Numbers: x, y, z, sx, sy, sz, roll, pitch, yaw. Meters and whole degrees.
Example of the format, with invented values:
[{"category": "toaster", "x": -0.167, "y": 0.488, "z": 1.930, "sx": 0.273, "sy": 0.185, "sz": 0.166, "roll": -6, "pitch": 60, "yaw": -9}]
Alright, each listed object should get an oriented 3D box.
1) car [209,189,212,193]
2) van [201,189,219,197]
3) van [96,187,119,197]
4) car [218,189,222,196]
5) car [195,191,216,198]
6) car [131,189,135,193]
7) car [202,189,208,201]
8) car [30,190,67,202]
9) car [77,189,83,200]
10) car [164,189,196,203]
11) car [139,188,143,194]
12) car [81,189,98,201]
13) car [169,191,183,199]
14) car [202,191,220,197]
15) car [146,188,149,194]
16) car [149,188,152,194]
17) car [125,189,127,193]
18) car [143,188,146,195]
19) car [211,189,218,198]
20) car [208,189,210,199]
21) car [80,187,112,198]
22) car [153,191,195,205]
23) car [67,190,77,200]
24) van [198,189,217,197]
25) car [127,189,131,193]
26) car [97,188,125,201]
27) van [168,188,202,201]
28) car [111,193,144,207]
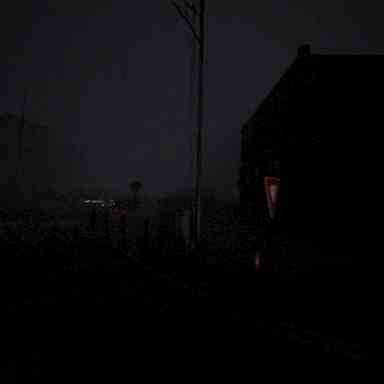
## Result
[{"category": "car", "x": 0.840, "y": 0.760, "z": 64.114, "sx": 4.892, "sy": 1.521, "sz": 2.231, "roll": 1, "pitch": 1, "yaw": 10}, {"category": "van", "x": 4.669, "y": 0.185, "z": 86.008, "sx": 4.442, "sy": 1.987, "sz": 1.878, "roll": 1, "pitch": 1, "yaw": 10}, {"category": "van", "x": -18.170, "y": 0.059, "z": 71.945, "sx": 4.442, "sy": 1.987, "sz": 1.878, "roll": 1, "pitch": 1, "yaw": 10}, {"category": "car", "x": 3.653, "y": 0.239, "z": 80.543, "sx": 5.566, "sy": 2.045, "sz": 2.435, "roll": 1, "pitch": 1, "yaw": 10}, {"category": "car", "x": 3.153, "y": 0.572, "z": 77.814, "sx": 4.674, "sy": 1.452, "sz": 2.002, "roll": 1, "pitch": 1, "yaw": 10}, {"category": "car", "x": -16.942, "y": 0.028, "z": 80.127, "sx": 4.553, "sy": 1.767, "sz": 2.185, "roll": 1, "pitch": 1, "yaw": 10}, {"category": "car", "x": -0.062, "y": 0.726, "z": 58.628, "sx": 4.553, "sy": 1.767, "sz": 2.185, "roll": 1, "pitch": 1, "yaw": 10}, {"category": "car", "x": -21.926, "y": 0.484, "z": 50.204, "sx": 4.553, "sy": 1.767, "sz": 2.185, "roll": 1, "pitch": 1, "yaw": 10}, {"category": "car", "x": -21.040, "y": 0.578, "z": 55.653, "sx": 4.674, "sy": 1.452, "sz": 2.002, "roll": 1, "pitch": 1, "yaw": 10}, {"category": "car", "x": -1.456, "y": 0.849, "z": 50.402, "sx": 4.553, "sy": 1.767, "sz": 2.185, "roll": 1, "pitch": 1, "yaw": 10}, {"category": "car", "x": -15.990, "y": 0.075, "z": 85.560, "sx": 4.892, "sy": 1.521, "sz": 2.231, "roll": 1, "pitch": 1, "yaw": 10}, {"category": "car", "x": -16.337, "y": 0.697, "z": 56.012, "sx": 1.994, "sy": 1.385, "sz": 4.181, "roll": 1, "pitch": 1, "yaw": 10}, {"category": "car", "x": -3.255, "y": 0.608, "z": 68.162, "sx": 1.882, "sy": 1.535, "sz": 5.008, "roll": 1, "pitch": 1, "yaw": 10}, {"category": "car", "x": 5.032, "y": 0.408, "z": 88.896, "sx": 4.674, "sy": 1.452, "sz": 2.002, "roll": 1, "pitch": 1, "yaw": 10}, {"category": "car", "x": -15.072, "y": -0.002, "z": 90.997, "sx": 4.892, "sy": 1.521, "sz": 2.231, "roll": 1, "pitch": 1, "yaw": 10}, {"category": "car", "x": -14.614, "y": -0.039, "z": 93.714, "sx": 4.892, "sy": 1.521, "sz": 2.231, "roll": 1, "pitch": 1, "yaw": 10}, {"category": "car", "x": -17.836, "y": 0.239, "z": 74.688, "sx": 5.008, "sy": 1.535, "sz": 2.097, "roll": 1, "pitch": 1, "yaw": 10}, {"category": "car", "x": -15.531, "y": 0.035, "z": 88.279, "sx": 4.892, "sy": 1.521, "sz": 2.231, "roll": 1, "pitch": 1, "yaw": 10}, {"category": "car", "x": 2.225, "y": 0.367, "z": 72.457, "sx": 5.566, "sy": 2.045, "sz": 2.435, "roll": 1, "pitch": 1, "yaw": 10}, {"category": "car", "x": 0.385, "y": 0.802, "z": 61.499, "sx": 5.008, "sy": 1.535, "sz": 2.097, "roll": 1, "pitch": 1, "yaw": 10}, {"category": "car", "x": -19.230, "y": 0.119, "z": 66.531, "sx": 5.566, "sy": 2.045, "sz": 2.435, "roll": 1, "pitch": 1, "yaw": 10}, {"category": "car", "x": -2.427, "y": 1.062, "z": 45.055, "sx": 4.792, "sy": 1.488, "sz": 2.163, "roll": 1, "pitch": 1, "yaw": 10}, {"category": "car", "x": -21.505, "y": 0.576, "z": 52.936, "sx": 5.008, "sy": 1.535, "sz": 2.097, "roll": 1, "pitch": 1, "yaw": 10}, {"category": "van", "x": 3.974, "y": 0.220, "z": 83.309, "sx": 4.442, "sy": 1.987, "sz": 1.878, "roll": 1, "pitch": 1, "yaw": 10}, {"category": "car", "x": -17.400, "y": 0.069, "z": 77.409, "sx": 4.553, "sy": 1.767, "sz": 2.185, "roll": 1, "pitch": 1, "yaw": 10}, {"category": "car", "x": -13.389, "y": 0.546, "z": 55.456, "sx": 2.097, "sy": 1.767, "sz": 4.553, "roll": 1, "pitch": 1, "yaw": 10}, {"category": "van", "x": -1.115, "y": 0.709, "z": 53.292, "sx": 4.442, "sy": 1.987, "sz": 1.878, "roll": 1, "pitch": 1, "yaw": 10}, {"category": "car", "x": -7.721, "y": 1.125, "z": 40.296, "sx": 1.895, "sy": 1.301, "sz": 4.718, "roll": 1, "pitch": 1, "yaw": 8}]
